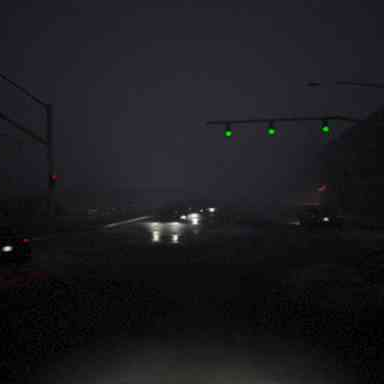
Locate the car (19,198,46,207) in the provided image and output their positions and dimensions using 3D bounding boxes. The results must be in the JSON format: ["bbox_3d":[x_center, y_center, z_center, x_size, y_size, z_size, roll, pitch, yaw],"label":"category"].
[{"bbox_3d":[-28.271,1.811,58.981,3.905,1.438,1.784,-1,0,10],"label":"car"}]

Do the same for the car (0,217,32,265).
[{"bbox_3d":[-7.217,1.676,10.787,4.181,1.385,1.994,-1,0,29],"label":"car"}]

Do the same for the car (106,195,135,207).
[{"bbox_3d":[-11.618,1.351,53.024,3.866,1.878,1.905,-1,0,10],"label":"car"}]

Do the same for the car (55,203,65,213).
[{"bbox_3d":[-15.098,1.396,33.711,3.866,1.878,1.905,-1,0,10],"label":"car"}]

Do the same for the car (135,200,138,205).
[{"bbox_3d":[-11.085,1.583,55.870,3.806,1.475,1.970,-1,0,10],"label":"car"}]

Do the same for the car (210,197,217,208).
[{"bbox_3d":[2.440,1.507,47.880,1.812,1.442,4.674,-1,0,12],"label":"car"}]

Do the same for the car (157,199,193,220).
[{"bbox_3d":[-1.589,1.512,28.632,1.882,1.535,5.008,-1,0,11],"label":"car"}]

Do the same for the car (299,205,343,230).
[{"bbox_3d":[7.670,1.456,20.094,1.994,1.385,4.181,-1,0,11],"label":"car"}]

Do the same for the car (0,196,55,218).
[{"bbox_3d":[-15.670,1.400,30.874,4.605,1.855,1.932,-1,0,10],"label":"car"}]

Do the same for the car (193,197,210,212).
[{"bbox_3d":[0.315,1.501,37.993,2.128,1.511,4.902,-1,0,12],"label":"car"}]

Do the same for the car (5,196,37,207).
[{"bbox_3d":[-28.856,1.608,56.143,4.605,1.855,1.932,-1,0,10],"label":"car"}]
